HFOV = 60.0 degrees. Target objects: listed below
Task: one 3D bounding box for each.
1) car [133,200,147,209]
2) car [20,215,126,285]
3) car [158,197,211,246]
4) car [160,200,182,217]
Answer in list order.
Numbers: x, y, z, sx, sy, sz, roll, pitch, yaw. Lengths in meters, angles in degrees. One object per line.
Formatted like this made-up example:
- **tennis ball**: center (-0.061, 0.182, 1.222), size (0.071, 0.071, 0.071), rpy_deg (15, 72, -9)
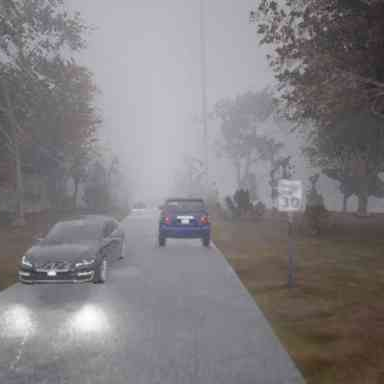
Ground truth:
- **car**: center (-8.002, 1.940, 51.003), size (1.994, 1.385, 4.181), rpy_deg (1, -1, -11)
- **car**: center (-3.081, 1.484, 9.519), size (1.837, 1.490, 4.892), rpy_deg (1, 0, -2)
- **car**: center (-0.400, 1.239, 15.580), size (2.150, 2.045, 5.566), rpy_deg (1, 0, -3)
- **car**: center (-2.198, 1.635, 33.920), size (1.882, 1.535, 5.008), rpy_deg (1, -1, -7)
